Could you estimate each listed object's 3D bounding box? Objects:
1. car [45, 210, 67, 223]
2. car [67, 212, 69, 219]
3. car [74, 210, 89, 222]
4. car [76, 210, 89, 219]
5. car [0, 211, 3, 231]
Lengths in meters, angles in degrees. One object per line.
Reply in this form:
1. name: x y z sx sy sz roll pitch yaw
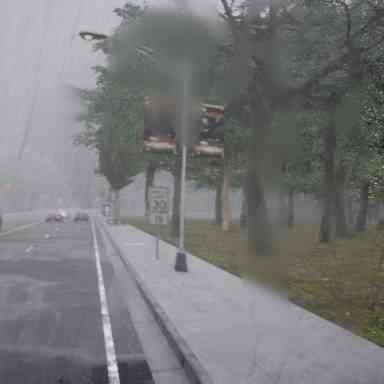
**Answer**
1. car: -18.075 3.322 43.834 1.895 1.301 4.718 3 -3 -17
2. car: -21.771 3.758 55.908 1.812 1.442 4.674 3 -3 -17
3. car: -15.794 3.525 47.480 2.033 1.411 5.357 3 -3 -17
4. car: -18.938 3.939 57.768 1.812 1.442 4.674 3 -3 -16
5. car: -15.847 2.033 24.860 2.150 2.045 5.566 3 -3 -17
